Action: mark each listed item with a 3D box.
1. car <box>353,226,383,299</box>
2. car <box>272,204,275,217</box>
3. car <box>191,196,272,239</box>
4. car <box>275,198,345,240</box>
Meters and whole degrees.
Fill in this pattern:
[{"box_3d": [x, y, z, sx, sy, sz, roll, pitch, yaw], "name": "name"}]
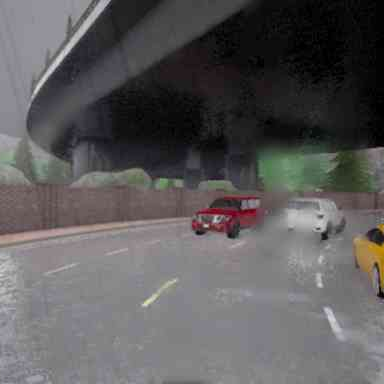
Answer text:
[{"box_3d": [5.357, 1.556, 8.354, 1.882, 1.535, 5.008, 0, 0, 18], "name": "car"}, {"box_3d": [8.296, 1.643, 29.919, 4.892, 1.490, 1.837, 1, 0, -39], "name": "car"}, {"box_3d": [2.163, 1.268, 18.059, 2.150, 2.045, 5.566, 0, 0, 33], "name": "car"}, {"box_3d": [6.728, 1.330, 18.142, 2.150, 2.045, 5.566, 0, 0, 35], "name": "car"}]
